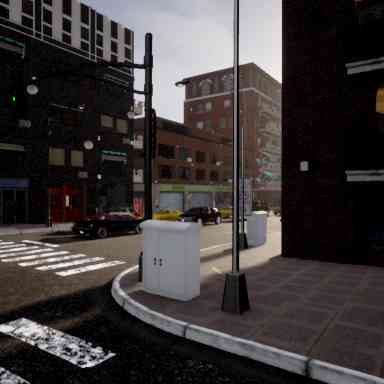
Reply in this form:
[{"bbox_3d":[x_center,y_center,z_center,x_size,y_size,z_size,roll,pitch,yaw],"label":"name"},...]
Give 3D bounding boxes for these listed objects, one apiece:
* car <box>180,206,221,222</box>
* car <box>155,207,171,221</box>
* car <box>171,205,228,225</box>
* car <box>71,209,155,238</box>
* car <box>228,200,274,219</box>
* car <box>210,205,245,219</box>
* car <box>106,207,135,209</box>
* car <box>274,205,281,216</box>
[{"bbox_3d":[0.903,2.092,32.184,1.947,1.339,4.313,-1,-2,35],"label":"car"},{"bbox_3d":[-2.352,1.944,27.514,1.752,1.417,4.829,-1,-2,35],"label":"car"},{"bbox_3d":[0.701,1.962,27.337,1.837,1.490,4.892,0,-1,35],"label":"car"},{"bbox_3d":[-4.661,1.881,19.647,1.895,1.301,4.718,0,-1,35],"label":"car"},{"bbox_3d":[6.380,1.866,35.485,2.150,2.045,5.566,0,-1,35],"label":"car"},{"bbox_3d":[3.964,2.153,36.577,1.752,1.417,4.829,-1,-2,35],"label":"car"},{"bbox_3d":[-5.413,1.758,23.125,1.967,1.590,4.097,-1,-2,35],"label":"car"},{"bbox_3d":[12.504,2.394,44.200,2.033,1.411,5.357,0,-1,35],"label":"car"}]
